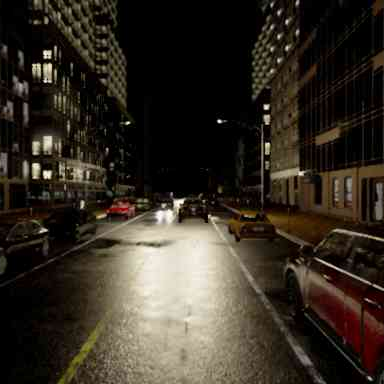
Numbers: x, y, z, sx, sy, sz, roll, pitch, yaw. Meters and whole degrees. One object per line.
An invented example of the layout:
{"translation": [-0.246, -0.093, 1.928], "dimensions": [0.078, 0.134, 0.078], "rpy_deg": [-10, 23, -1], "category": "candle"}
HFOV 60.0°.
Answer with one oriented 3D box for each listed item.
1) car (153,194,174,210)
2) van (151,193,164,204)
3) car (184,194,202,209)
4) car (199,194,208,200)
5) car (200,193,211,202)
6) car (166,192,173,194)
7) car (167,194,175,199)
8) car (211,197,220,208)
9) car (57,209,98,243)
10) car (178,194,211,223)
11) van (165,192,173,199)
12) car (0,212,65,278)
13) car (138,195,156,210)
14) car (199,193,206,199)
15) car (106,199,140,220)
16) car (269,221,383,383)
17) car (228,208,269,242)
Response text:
{"translation": [-3.092, 1.302, 39.012], "dimensions": [2.128, 1.511, 4.902], "rpy_deg": [0, 0, 0], "category": "car"}
{"translation": [-5.707, 1.066, 55.411], "dimensions": [1.690, 1.788, 3.998], "rpy_deg": [0, 0, 0], "category": "van"}
{"translation": [0.084, 1.151, 41.196], "dimensions": [2.097, 1.767, 4.553], "rpy_deg": [0, 0, 0], "category": "car"}
{"translation": [2.665, 1.184, 78.169], "dimensions": [1.802, 1.307, 4.206], "rpy_deg": [0, 0, 0], "category": "car"}
{"translation": [2.670, 1.105, 66.784], "dimensions": [1.967, 1.590, 4.097], "rpy_deg": [0, 0, 0], "category": "car"}
{"translation": [-5.715, 1.041, 78.179], "dimensions": [1.967, 1.590, 4.097], "rpy_deg": [0, 0, 0], "category": "car"}
{"translation": [-5.720, 1.103, 89.565], "dimensions": [1.947, 1.339, 4.313], "rpy_deg": [0, 0, 0], "category": "car"}
{"translation": [2.677, 1.352, 44.018], "dimensions": [1.947, 1.339, 4.313], "rpy_deg": [0, 0, 0], "category": "car"}
{"translation": [-5.693, 1.493, 15.567], "dimensions": [1.947, 1.339, 4.313], "rpy_deg": [0, 0, 0], "category": "car"}
{"translation": [0.092, 1.235, 24.714], "dimensions": [2.097, 1.767, 4.553], "rpy_deg": [0, 0, 0], "category": "car"}
{"translation": [-5.717, 0.910, 83.872], "dimensions": [1.690, 1.788, 3.998], "rpy_deg": [0, 0, 0], "category": "van"}
{"translation": [-5.691, 1.505, 9.874], "dimensions": [2.008, 1.369, 4.403], "rpy_deg": [0, 0, 0], "category": "car"}
{"translation": [-5.701, 1.365, 38.335], "dimensions": [2.008, 1.369, 4.403], "rpy_deg": [0, 0, 0], "category": "car"}
{"translation": [2.663, 1.094, 84.031], "dimensions": [1.752, 1.417, 4.829], "rpy_deg": [0, 0, 0], "category": "car"}
{"translation": [-5.697, 1.453, 26.950], "dimensions": [1.802, 1.307, 4.206], "rpy_deg": [0, 0, 0], "category": "car"}
{"translation": [2.693, 1.296, 4.173], "dimensions": [2.192, 1.841, 5.009], "rpy_deg": [0, 0, 0], "category": "car"}
{"translation": [2.688, 1.452, 15.727], "dimensions": [1.752, 1.417, 4.829], "rpy_deg": [0, 0, 0], "category": "car"}
